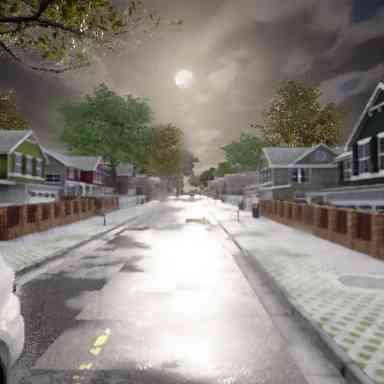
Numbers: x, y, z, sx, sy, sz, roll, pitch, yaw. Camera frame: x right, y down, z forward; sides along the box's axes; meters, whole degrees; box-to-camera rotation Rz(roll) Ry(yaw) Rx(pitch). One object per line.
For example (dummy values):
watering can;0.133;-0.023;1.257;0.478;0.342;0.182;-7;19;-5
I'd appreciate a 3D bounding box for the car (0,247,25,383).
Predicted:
car;-2.826;1.222;1.218;2.150;2.045;5.566;0;0;0
